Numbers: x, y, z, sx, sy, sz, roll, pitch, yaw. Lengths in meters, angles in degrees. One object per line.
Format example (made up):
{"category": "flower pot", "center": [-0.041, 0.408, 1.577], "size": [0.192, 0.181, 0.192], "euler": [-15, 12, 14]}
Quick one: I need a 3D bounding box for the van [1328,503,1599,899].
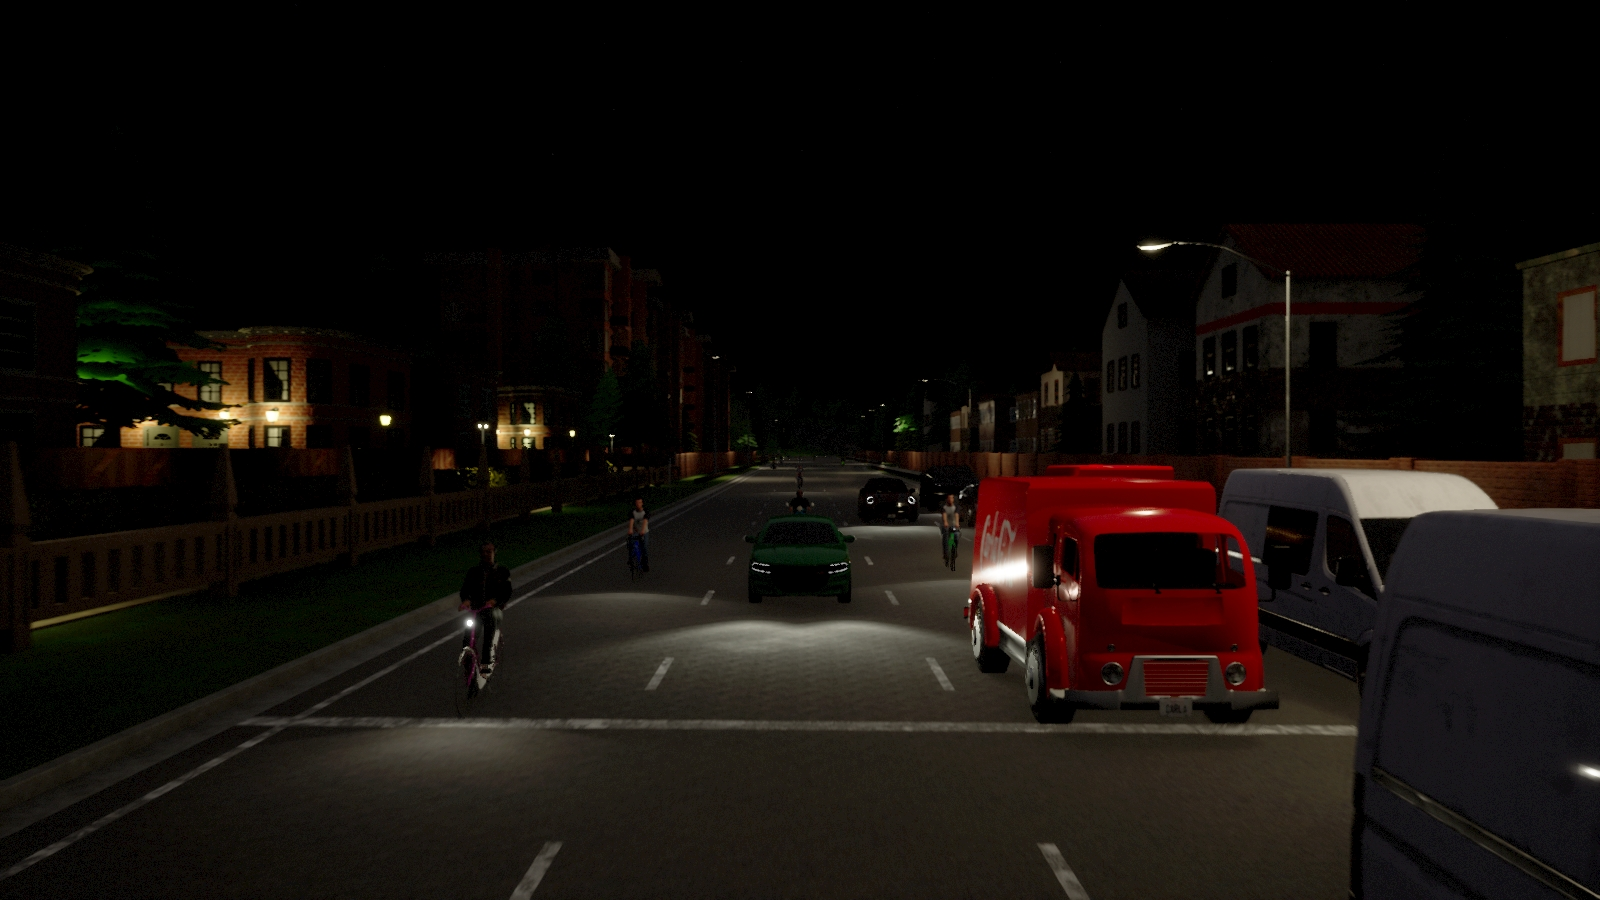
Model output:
{"category": "van", "center": [3.503, 1.534, 2.466], "size": [1.988, 2.561, 5.915], "euler": [0, 0, 0]}

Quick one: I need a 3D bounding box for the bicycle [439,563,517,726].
{"category": "bicycle", "center": [-3.495, 2.060, 12.508], "size": [0.329, 1.471, 1.835], "euler": [0, 0, 0]}

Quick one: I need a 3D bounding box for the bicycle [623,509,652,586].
{"category": "bicycle", "center": [-3.459, 2.056, 24.421], "size": [0.373, 1.496, 1.643], "euler": [0, 0, 0]}

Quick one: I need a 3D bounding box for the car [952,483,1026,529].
{"category": "car", "center": [6.990, 2.040, 42.596], "size": [2.007, 1.525, 4.514], "euler": [0, 0, 0]}

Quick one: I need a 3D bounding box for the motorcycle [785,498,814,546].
{"category": "motorcycle", "center": [-0.006, 2.142, 34.222], "size": [0.856, 1.316, 1.805], "euler": [0, 0, 0]}

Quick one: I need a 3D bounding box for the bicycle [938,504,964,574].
{"category": "bicycle", "center": [3.517, 2.056, 26.673], "size": [0.373, 1.496, 1.643], "euler": [0, 0, 0]}

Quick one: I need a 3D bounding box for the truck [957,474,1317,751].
{"category": "truck", "center": [3.497, 1.567, 13.239], "size": [2.627, 2.467, 5.204], "euler": [0, 0, 0]}

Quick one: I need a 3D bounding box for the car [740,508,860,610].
{"category": "car", "center": [-0.003, 2.034, 22.534], "size": [2.097, 1.535, 5.006], "euler": [0, 0, 0]}

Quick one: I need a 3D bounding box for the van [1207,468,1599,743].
{"category": "van", "center": [7.001, 1.535, 13.902], "size": [1.988, 2.561, 5.915], "euler": [0, 0, 0]}

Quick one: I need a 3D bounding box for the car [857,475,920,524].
{"category": "car", "center": [3.455, 1.906, 45.307], "size": [2.097, 1.767, 4.553], "euler": [0, 0, 0]}
